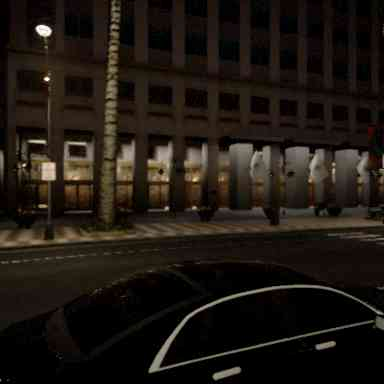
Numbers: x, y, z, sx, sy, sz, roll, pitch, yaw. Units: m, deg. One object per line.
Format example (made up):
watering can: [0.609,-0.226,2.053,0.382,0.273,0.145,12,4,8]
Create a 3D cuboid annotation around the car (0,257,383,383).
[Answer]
car: [0.671,1.495,3.522,4.892,1.490,1.837,0,0,-28]
